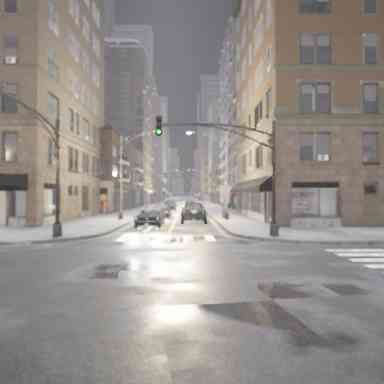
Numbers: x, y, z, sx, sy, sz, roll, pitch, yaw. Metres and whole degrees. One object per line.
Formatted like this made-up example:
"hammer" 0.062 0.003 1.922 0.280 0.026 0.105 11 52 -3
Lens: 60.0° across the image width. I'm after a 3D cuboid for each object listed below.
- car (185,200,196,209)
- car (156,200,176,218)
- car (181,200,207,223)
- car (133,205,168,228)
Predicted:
"car" -0.280 2.049 55.364 1.837 1.490 4.892 0 0 -1
"car" -3.116 1.888 34.493 2.033 1.411 5.357 0 -1 0
"car" 0.129 1.632 28.121 2.097 1.767 4.553 0 -1 -1
"car" -3.011 1.844 24.156 1.895 1.301 4.718 0 -1 -1
